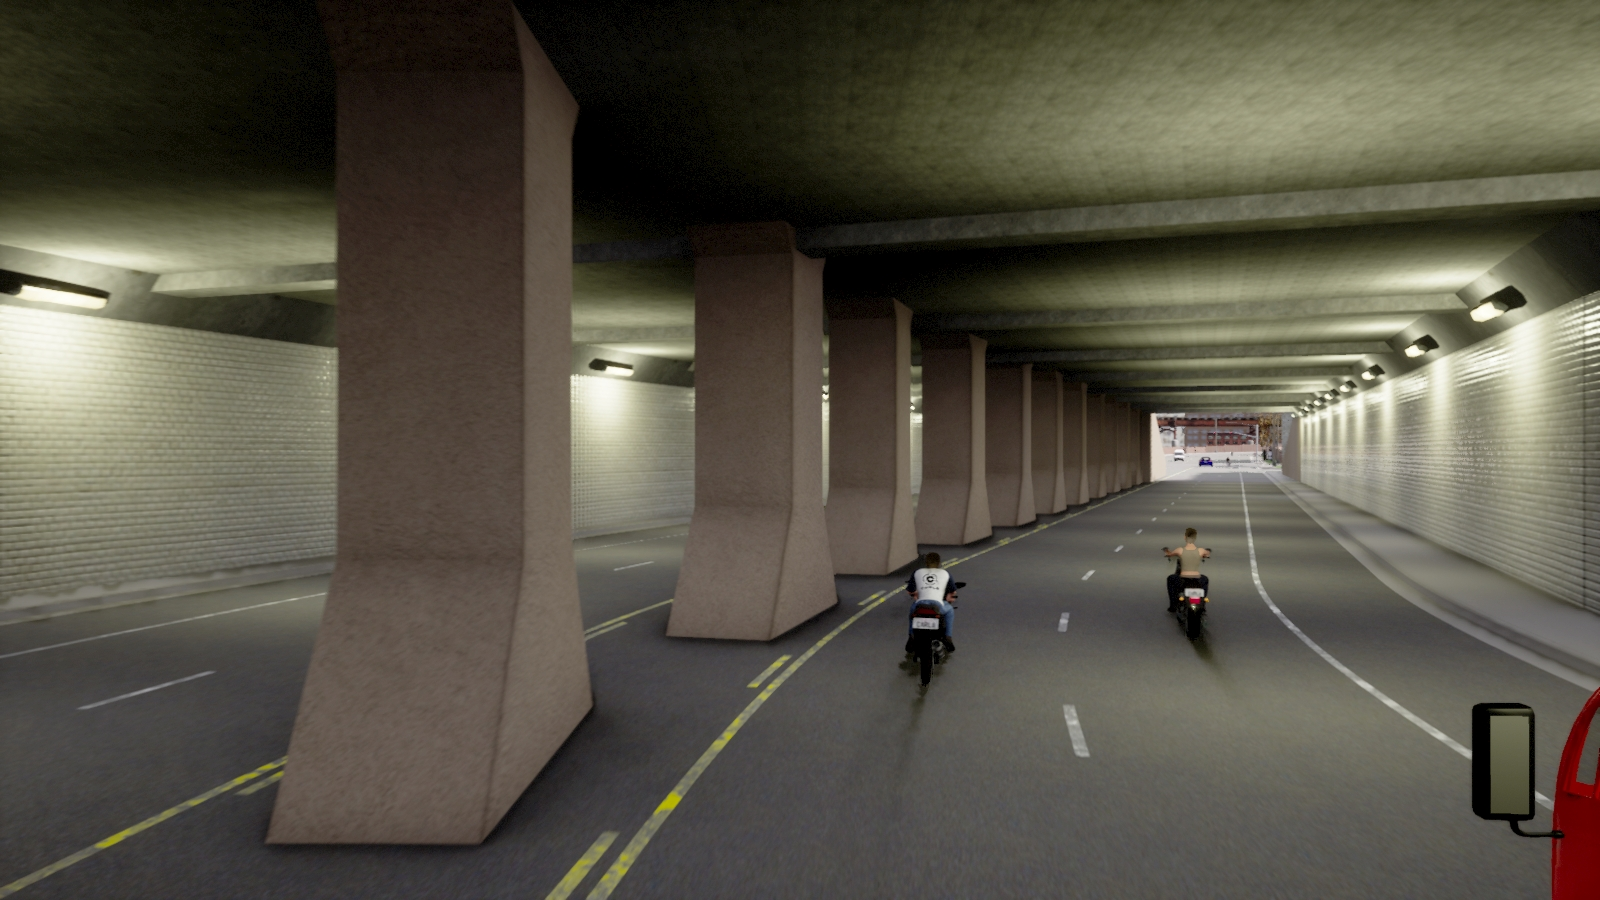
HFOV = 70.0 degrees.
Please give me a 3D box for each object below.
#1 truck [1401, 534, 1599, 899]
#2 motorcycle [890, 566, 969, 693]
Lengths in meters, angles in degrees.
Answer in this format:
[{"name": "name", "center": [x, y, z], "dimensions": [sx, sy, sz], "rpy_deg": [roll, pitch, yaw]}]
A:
[{"name": "truck", "center": [3.598, 1.568, 1.922], "dimensions": [2.627, 2.467, 5.204], "rpy_deg": [0, 0, 3]}, {"name": "motorcycle", "center": [1.645, 2.173, 14.221], "dimensions": [0.803, 1.224, 2.033], "rpy_deg": [1, 0, 11]}]
